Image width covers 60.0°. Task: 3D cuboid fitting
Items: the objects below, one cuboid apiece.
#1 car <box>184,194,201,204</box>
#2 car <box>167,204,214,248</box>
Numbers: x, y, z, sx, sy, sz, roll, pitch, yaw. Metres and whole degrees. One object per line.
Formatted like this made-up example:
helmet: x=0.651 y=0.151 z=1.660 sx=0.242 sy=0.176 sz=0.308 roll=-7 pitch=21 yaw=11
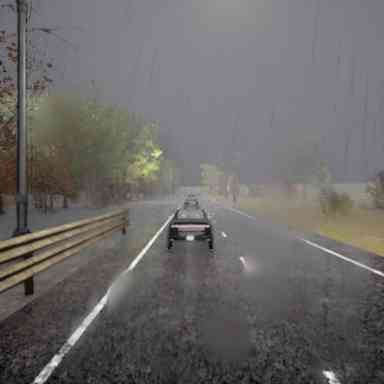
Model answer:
car: x=-0.062 y=1.461 z=44.621 sx=2.128 sy=1.511 sz=4.902 roll=0 pitch=0 yaw=0
car: x=-0.062 y=1.487 z=14.689 sx=2.128 sy=1.511 sz=4.902 roll=0 pitch=0 yaw=0
